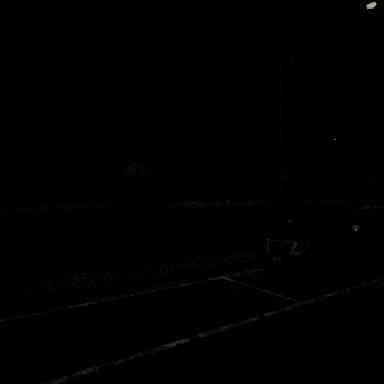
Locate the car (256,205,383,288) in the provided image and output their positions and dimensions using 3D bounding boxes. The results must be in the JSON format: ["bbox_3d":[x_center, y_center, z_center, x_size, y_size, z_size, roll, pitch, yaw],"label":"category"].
[{"bbox_3d":[4.086,1.313,9.455,5.009,1.841,2.192,0,0,-36],"label":"car"}]
